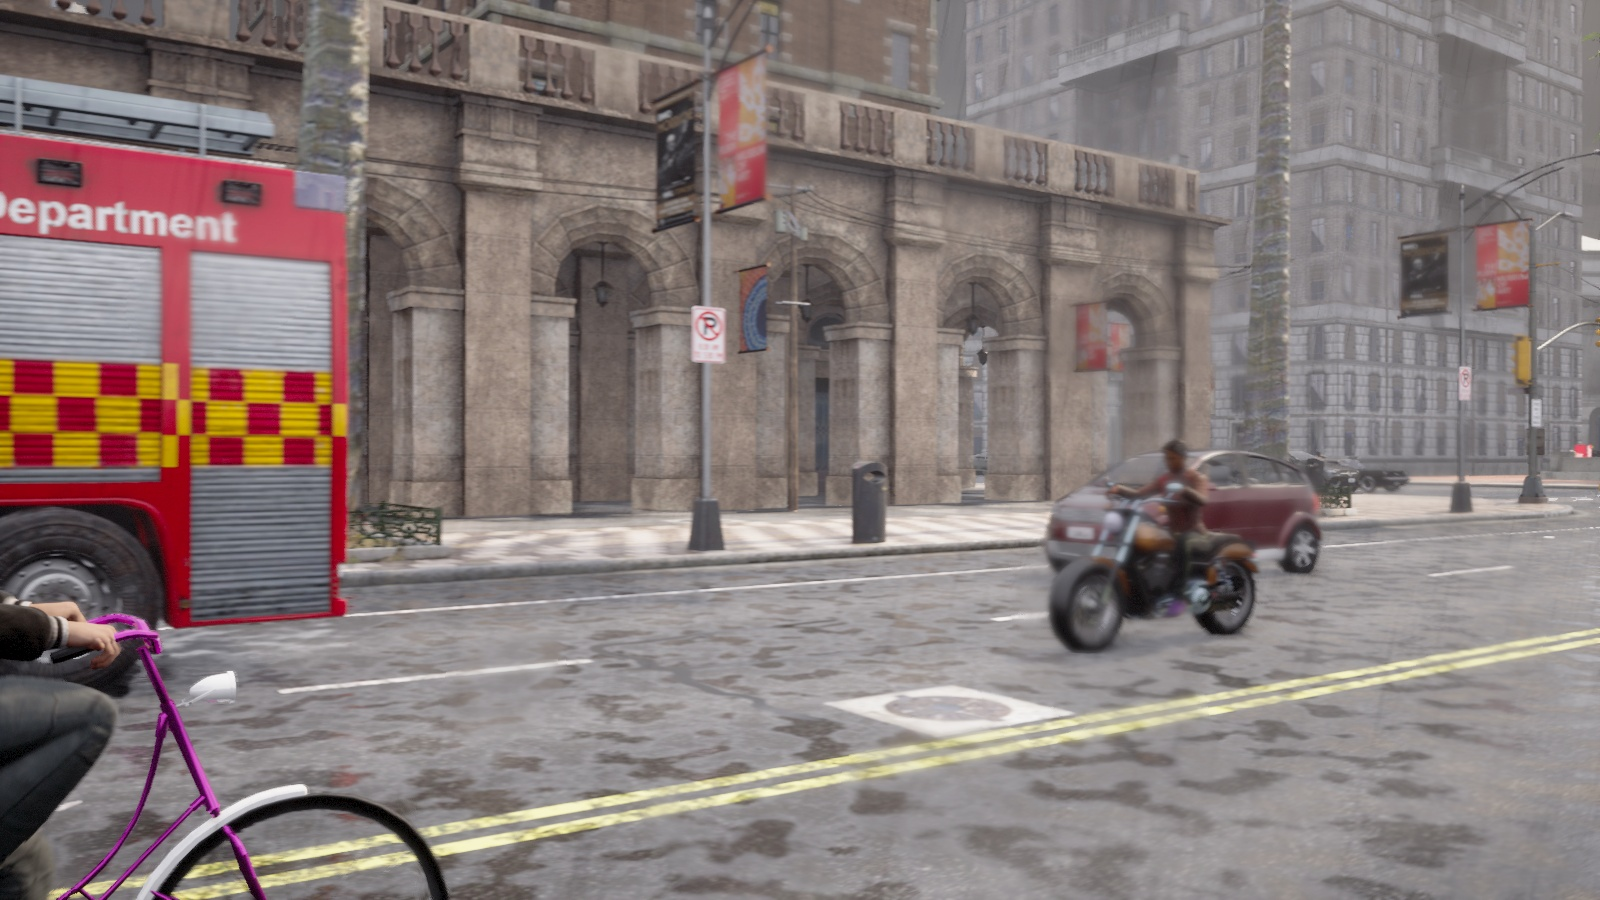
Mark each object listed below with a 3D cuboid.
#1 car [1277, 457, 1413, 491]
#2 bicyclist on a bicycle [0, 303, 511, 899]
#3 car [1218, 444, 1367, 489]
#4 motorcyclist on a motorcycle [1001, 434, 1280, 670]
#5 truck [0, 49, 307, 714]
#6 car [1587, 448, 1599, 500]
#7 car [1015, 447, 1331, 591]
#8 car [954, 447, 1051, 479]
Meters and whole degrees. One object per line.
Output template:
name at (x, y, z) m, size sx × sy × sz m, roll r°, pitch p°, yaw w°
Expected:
car at (21.865, 0.922, 50.533) m, size 1.895 × 1.301 × 4.718 m, roll 0°, pitch 0°, yaw -35°
bicyclist on a bicycle at (-1.592, 0.625, 2.548) m, size 1.843 × 1.776 × 0.659 m, roll 0°, pitch 0°, yaw -35°
car at (18.957, 0.601, 48.555) m, size 2.152 × 1.651 × 5.027 m, roll 0°, pitch 0°, yaw -35°
motorcyclist on a motorcycle at (2.691, 0.713, 9.784) m, size 2.350 × 1.649 × 0.766 m, roll 0°, pitch 0°, yaw -35°
truck at (-7.520, -0.388, 6.957) m, size 8.468 × 3.827 × 2.891 m, roll 0°, pitch 0°, yaw -35°
car at (26.033, 0.719, 36.544) m, size 1.801 × 1.575 × 5.366 m, roll 0°, pitch 0°, yaw -18°
car at (4.608, 0.751, 15.378) m, size 3.705 × 1.549 × 1.789 m, roll 0°, pitch 0°, yaw -35°
car at (10.674, 0.661, 66.455) m, size 2.152 × 1.651 × 5.027 m, roll 0°, pitch 0°, yaw -35°
